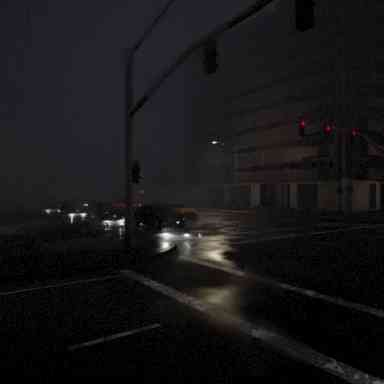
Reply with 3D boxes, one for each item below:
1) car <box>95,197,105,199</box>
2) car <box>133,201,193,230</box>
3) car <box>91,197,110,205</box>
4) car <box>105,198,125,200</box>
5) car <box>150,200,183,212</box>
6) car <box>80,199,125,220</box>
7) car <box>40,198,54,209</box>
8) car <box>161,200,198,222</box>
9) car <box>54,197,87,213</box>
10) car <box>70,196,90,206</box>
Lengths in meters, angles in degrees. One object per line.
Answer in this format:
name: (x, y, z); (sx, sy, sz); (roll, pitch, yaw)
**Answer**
car: (-12.947, 1.603, 42.800); (2.033, 1.411, 5.357); (0, 0, -35)
car: (-2.254, 1.560, 21.702); (1.837, 1.490, 4.892); (0, 0, -36)
car: (-16.708, 1.581, 60.490); (1.812, 1.442, 4.674); (0, 0, -35)
car: (-6.861, 1.407, 34.223); (2.097, 1.767, 4.553); (0, 0, -36)
car: (-3.224, 1.656, 41.519); (1.895, 1.301, 4.718); (0, 0, -35)
car: (-7.898, 1.603, 29.639); (2.033, 1.411, 5.357); (0, 0, -35)
car: (-19.807, 1.533, 46.472); (1.882, 1.535, 5.008); (0, 0, -35)
car: (-1.485, 1.533, 26.661); (1.882, 1.535, 5.008); (0, 0, -35)
car: (-13.758, 1.603, 37.899); (2.033, 1.411, 5.357); (0, 0, -35)
car: (-19.911, 1.547, 58.954); (2.128, 1.511, 4.902); (0, 0, -35)
